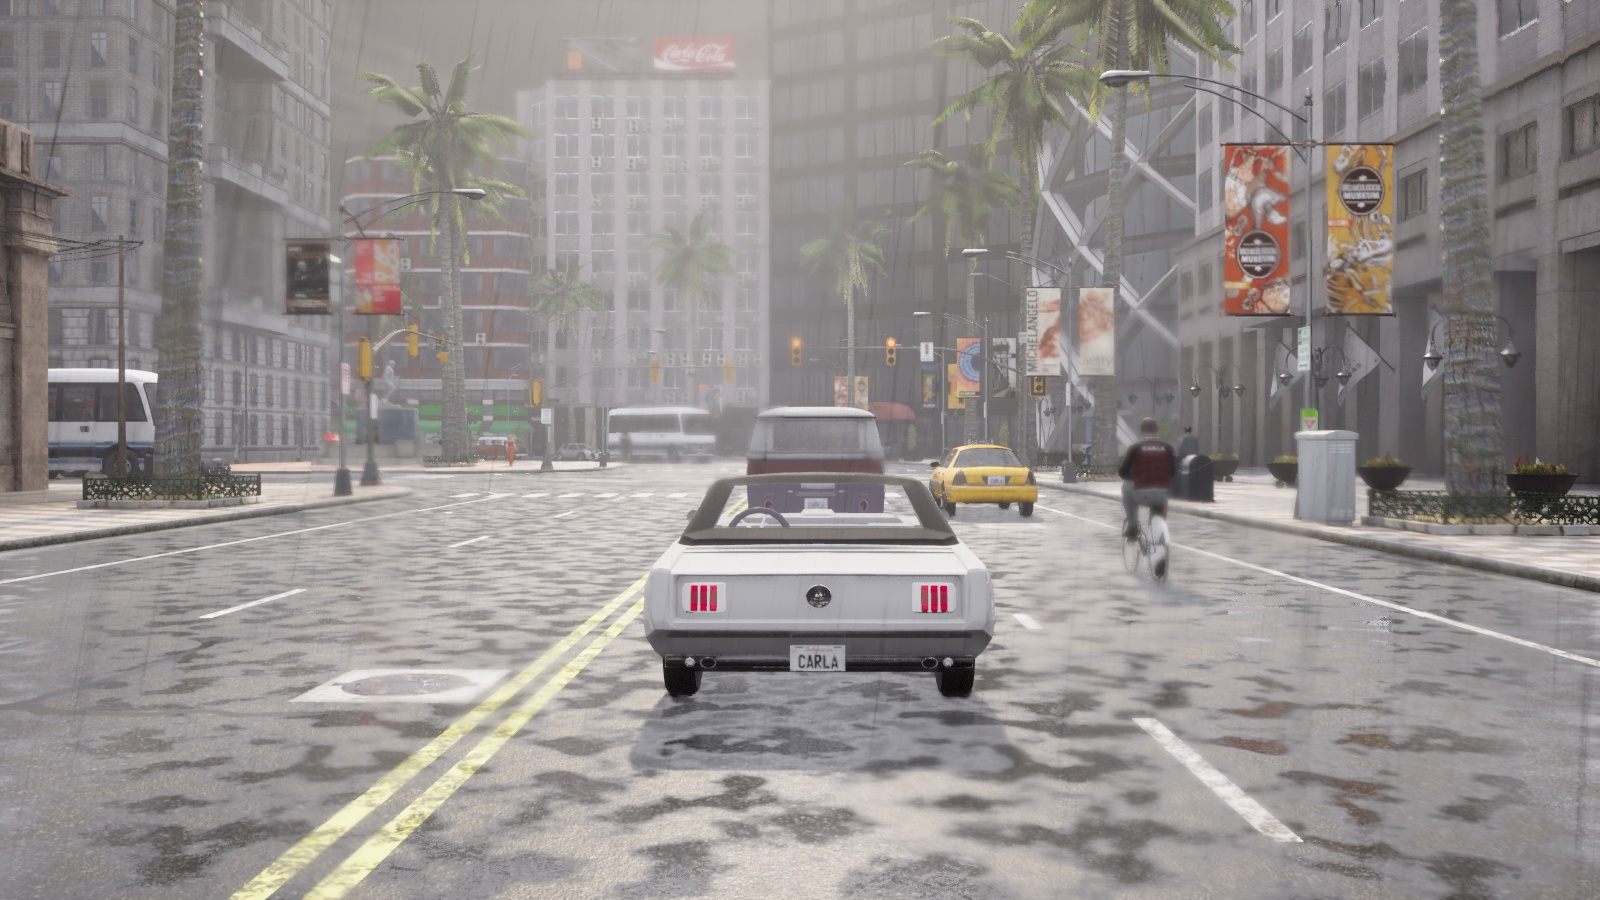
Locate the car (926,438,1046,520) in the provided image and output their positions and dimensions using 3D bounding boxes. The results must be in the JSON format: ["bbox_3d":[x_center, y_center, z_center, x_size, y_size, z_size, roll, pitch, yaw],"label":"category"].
[{"bbox_3d":[3.818,0.538,26.653,1.801,1.575,5.366,0,0,1],"label":"car"}]

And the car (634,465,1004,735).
[{"bbox_3d":[0.125,0.797,8.803,1.895,1.301,4.718,0,0,1],"label":"car"}]

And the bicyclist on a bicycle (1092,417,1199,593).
[{"bbox_3d":[3.679,0.544,13.524,0.659,1.776,1.843,0,1,1],"label":"bicyclist on a bicycle"}]

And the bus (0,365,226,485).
[{"bbox_3d":[-27.301,-0.914,46.485,10.273,4.253,3.944,0,0,0],"label":"bus"}]

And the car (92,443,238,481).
[{"bbox_3d":[-25.251,0.449,49.998,4.892,1.490,1.837,0,0,1],"label":"car"}]

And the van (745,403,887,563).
[{"bbox_3d":[0.224,0.399,17.841,1.775,1.987,4.442,0,0,1],"label":"van"}]

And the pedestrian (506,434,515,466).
[{"bbox_3d":[-16.471,-0.013,71.444,0.345,1.836,0.594,0,0,0],"label":"pedestrian"}]

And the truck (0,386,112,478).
[{"bbox_3d":[-34.356,-0.748,53.541,8.468,3.827,2.891,0,0,0],"label":"truck"}]

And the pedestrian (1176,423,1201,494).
[{"bbox_3d":[10.154,0.226,32.850,0.353,1.847,0.614,0,0,-14],"label":"pedestrian"}]

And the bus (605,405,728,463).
[{"bbox_3d":[-10.426,-1.185,96.897,3.944,4.253,10.273,0,0,-44],"label":"bus"}]
